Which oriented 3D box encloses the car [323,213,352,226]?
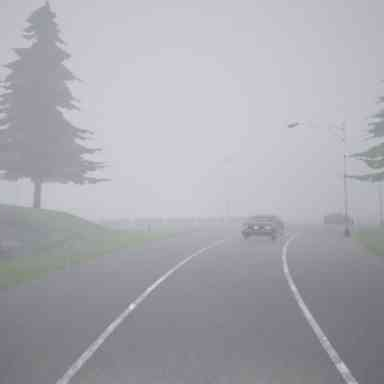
[{"bbox_3d":[17.071,3.162,38.771,4.902,1.511,2.128,5,-9,-44],"label":"car"}]

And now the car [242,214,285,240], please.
[{"bbox_3d":[4.461,2.077,20.369,2.033,1.411,5.357,-1,-3,23],"label":"car"}]
